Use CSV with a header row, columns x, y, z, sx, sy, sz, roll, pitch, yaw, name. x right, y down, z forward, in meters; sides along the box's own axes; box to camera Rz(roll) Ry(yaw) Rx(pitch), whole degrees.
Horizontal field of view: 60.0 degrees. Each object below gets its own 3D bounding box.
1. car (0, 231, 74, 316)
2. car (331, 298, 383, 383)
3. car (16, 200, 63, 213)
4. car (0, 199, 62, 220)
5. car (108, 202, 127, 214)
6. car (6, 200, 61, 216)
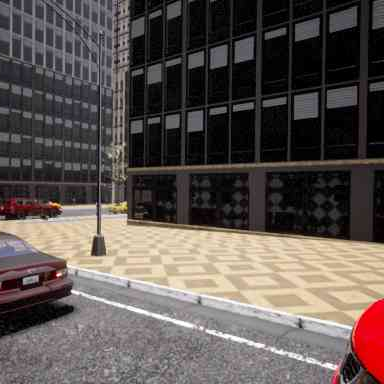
x,y,z,sx,sy,sz,roll,pitch,yaw,name
-4.797,1.544,7.122,5.357,1.411,2.033,0,0,35,car
3.474,1.222,1.196,5.566,2.045,2.150,0,0,36,car
-17.874,1.642,39.185,1.752,1.417,4.829,1,0,37,car
-14.401,1.519,29.801,2.192,1.841,5.009,1,0,37,car
-7.579,1.830,38.995,1.752,1.417,4.829,1,0,37,car
-17.033,1.618,35.962,1.882,1.535,5.008,1,0,37,car
